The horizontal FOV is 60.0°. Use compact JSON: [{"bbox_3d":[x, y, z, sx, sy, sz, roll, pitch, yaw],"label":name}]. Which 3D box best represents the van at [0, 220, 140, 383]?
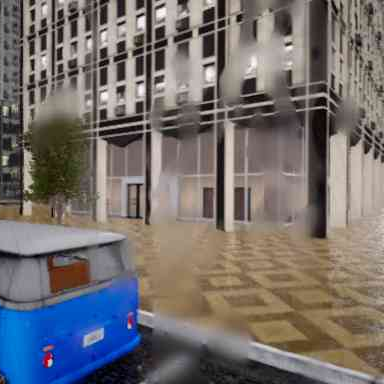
[{"bbox_3d":[-2.580,1.350,4.705,3.998,1.788,1.690,0,0,36],"label":"van"}]

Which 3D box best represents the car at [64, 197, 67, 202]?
[{"bbox_3d":[-20.258,0.660,57.925,2.150,2.045,5.566,1,1,34],"label":"car"}]
